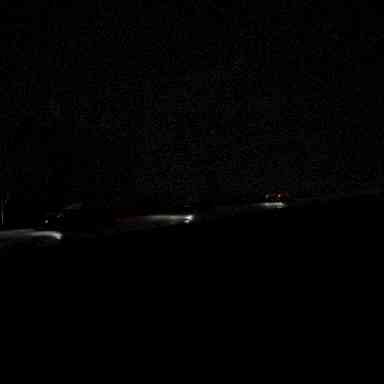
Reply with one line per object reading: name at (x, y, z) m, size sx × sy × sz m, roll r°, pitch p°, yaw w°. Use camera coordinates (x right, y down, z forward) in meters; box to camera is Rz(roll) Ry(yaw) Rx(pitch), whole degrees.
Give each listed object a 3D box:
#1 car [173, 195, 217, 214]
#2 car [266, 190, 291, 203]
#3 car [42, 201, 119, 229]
car at (0.328, 1.007, 29.238) m, size 1.882 × 1.535 × 5.008 m, roll -1°, pitch 1°, yaw 35°
car at (11.733, 0.480, 45.168) m, size 2.097 × 1.767 × 4.553 m, roll -1°, pitch 1°, yaw 36°
car at (-6.445, 1.270, 19.726) m, size 1.812 × 1.442 × 4.674 m, roll -1°, pitch 1°, yaw 35°
